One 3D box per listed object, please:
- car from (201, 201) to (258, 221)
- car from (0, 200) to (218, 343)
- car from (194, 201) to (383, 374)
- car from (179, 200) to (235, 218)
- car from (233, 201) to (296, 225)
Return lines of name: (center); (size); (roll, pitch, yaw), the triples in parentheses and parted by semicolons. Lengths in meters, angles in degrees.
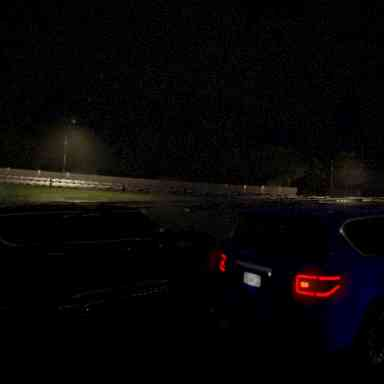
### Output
car: (3.194, 1.541, 27.759); (4.674, 1.442, 1.812); (0, 0, -35)
car: (-1.890, 1.222, 6.696); (5.566, 2.045, 2.150); (0, 0, -35)
car: (2.960, 1.224, 5.856); (5.566, 2.045, 2.150); (0, 0, -35)
car: (1.476, 1.507, 30.832); (4.902, 1.511, 2.128); (0, 0, -35)
car: (5.552, 1.520, 25.141); (4.892, 1.490, 1.837); (0, 0, -35)
